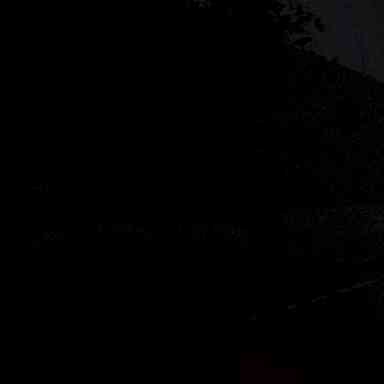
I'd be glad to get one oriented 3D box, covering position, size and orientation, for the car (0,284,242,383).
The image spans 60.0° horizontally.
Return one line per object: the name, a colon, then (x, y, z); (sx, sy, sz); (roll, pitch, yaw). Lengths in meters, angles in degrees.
car: (-1.920, 1.478, 2.008); (5.008, 1.535, 1.882); (0, 0, -36)
